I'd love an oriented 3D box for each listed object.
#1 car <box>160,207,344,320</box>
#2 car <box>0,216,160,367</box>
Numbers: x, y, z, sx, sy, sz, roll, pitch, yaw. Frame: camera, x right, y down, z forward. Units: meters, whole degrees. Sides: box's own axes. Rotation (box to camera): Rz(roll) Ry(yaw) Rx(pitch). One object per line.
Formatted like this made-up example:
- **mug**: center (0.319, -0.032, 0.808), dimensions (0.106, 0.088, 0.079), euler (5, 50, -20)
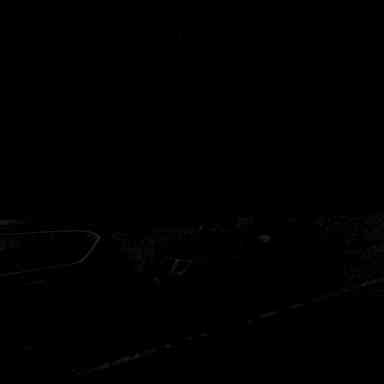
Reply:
- **car**: center (1.417, 1.314, 7.530), dimensions (5.009, 1.841, 2.192), euler (0, 0, -35)
- **car**: center (-3.180, 1.315, 4.262), dimensions (5.009, 1.841, 2.192), euler (0, 0, -35)
